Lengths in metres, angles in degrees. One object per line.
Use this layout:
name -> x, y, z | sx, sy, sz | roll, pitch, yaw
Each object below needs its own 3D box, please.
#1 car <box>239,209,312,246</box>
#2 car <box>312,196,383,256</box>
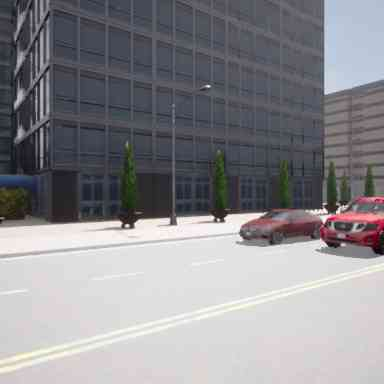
car -> 4.303, 1.525, 15.515 | 4.674, 1.442, 1.812 | 0, 0, -35
car -> 7.664, 1.218, 13.595 | 5.566, 2.045, 2.150 | -1, 0, -35
